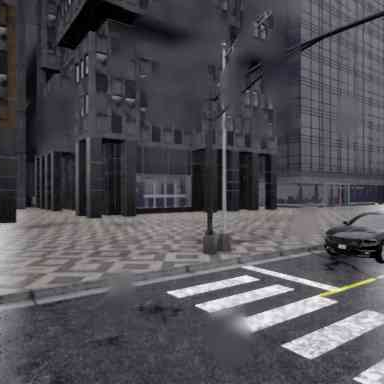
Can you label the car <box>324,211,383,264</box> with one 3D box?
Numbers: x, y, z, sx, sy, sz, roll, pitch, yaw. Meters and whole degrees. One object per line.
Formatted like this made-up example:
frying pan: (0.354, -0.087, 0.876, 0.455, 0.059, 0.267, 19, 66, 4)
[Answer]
car: (6.796, 1.460, 12.006, 5.008, 1.535, 1.882, 0, 0, -36)
